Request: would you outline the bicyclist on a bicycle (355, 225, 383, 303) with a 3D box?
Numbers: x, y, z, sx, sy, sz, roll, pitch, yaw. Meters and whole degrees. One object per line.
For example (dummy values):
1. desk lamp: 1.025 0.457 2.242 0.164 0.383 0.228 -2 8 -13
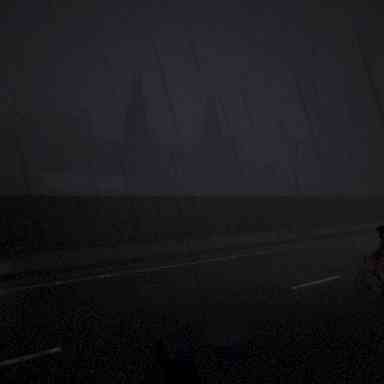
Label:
1. bicyclist on a bicycle: 3.879 1.489 6.494 0.582 1.620 1.656 1 -2 -24
